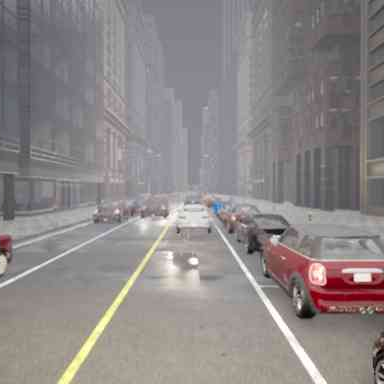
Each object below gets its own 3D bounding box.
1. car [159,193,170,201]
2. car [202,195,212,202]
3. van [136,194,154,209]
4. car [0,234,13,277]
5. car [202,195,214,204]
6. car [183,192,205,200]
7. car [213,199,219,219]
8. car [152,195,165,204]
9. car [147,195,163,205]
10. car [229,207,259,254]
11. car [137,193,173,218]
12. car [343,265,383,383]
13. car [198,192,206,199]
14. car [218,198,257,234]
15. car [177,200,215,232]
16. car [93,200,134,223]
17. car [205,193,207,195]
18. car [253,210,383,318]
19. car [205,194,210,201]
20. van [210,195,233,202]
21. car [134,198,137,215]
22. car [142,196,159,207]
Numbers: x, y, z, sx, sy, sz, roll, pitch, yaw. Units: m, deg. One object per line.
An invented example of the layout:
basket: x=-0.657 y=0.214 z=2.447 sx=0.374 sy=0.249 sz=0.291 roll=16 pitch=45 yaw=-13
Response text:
car: x=-5.742 y=1.065 z=68.937 sx=1.967 sy=1.590 sz=4.097 roll=0 pitch=0 yaw=0
car: x=2.782 y=1.235 z=63.341 sx=1.802 sy=1.307 sz=4.206 roll=0 pitch=0 yaw=0
van: x=-5.752 y=1.118 z=40.926 sx=1.690 sy=1.788 sz=3.998 roll=0 pitch=0 yaw=0
car: x=-5.763 y=1.506 z=7.315 sx=1.887 sy=1.381 sz=4.507 roll=0 pitch=0 yaw=0
car: x=2.780 y=1.208 z=57.908 sx=1.752 sy=1.417 sz=4.829 roll=0 pitch=0 yaw=0
car: x=0.112 y=1.145 z=37.625 sx=2.097 sy=1.767 sz=4.553 roll=0 pitch=0 yaw=0
car: x=2.768 y=1.448 z=24.128 sx=1.802 sy=1.307 sz=4.206 roll=0 pitch=0 yaw=0
car: x=-5.745 y=1.212 z=57.563 sx=1.752 sy=1.417 sz=4.829 roll=0 pitch=0 yaw=0
car: x=-5.747 y=1.261 z=52.131 sx=1.887 sy=1.381 sz=4.507 roll=0 pitch=0 yaw=0
car: x=2.764 y=1.493 z=12.925 sx=1.947 sy=1.339 sz=4.313 roll=0 pitch=0 yaw=0
car: x=-2.990 y=1.200 z=27.725 sx=2.097 sy=1.767 sz=4.553 roll=0 pitch=0 yaw=0
car: x=2.761 y=1.555 z=1.722 sx=1.947 sy=1.339 sz=4.313 roll=0 pitch=0 yaw=0
car: x=2.791 y=0.943 z=91.348 sx=1.967 sy=1.590 sz=4.097 roll=0 pitch=0 yaw=0
car: x=2.766 y=1.337 z=18.526 sx=1.967 sy=1.590 sz=4.097 roll=0 pitch=0 yaw=0
car: x=0.103 y=1.421 z=18.965 sx=1.812 sy=1.442 sz=4.674 roll=0 pitch=0 yaw=0
car: x=-5.758 y=1.309 z=24.120 sx=1.967 sy=1.590 sz=4.097 roll=0 pitch=0 yaw=0
car: x=2.776 y=1.289 z=46.535 sx=1.887 sy=1.381 sz=4.507 roll=0 pitch=0 yaw=0
car: x=2.762 y=1.398 z=7.323 sx=1.967 sy=1.590 sz=4.097 roll=0 pitch=0 yaw=0
car: x=2.774 y=1.319 z=40.933 sx=1.887 sy=1.381 sz=4.507 roll=0 pitch=0 yaw=0
van: x=2.769 y=1.177 z=29.728 sx=1.690 sy=1.788 sz=3.998 roll=0 pitch=0 yaw=0
car: x=-5.755 y=1.383 z=29.723 sx=1.887 sy=1.381 sz=4.507 roll=0 pitch=0 yaw=0
car: x=-5.749 y=1.292 z=46.530 sx=1.887 sy=1.381 sz=4.507 roll=0 pitch=0 yaw=0
